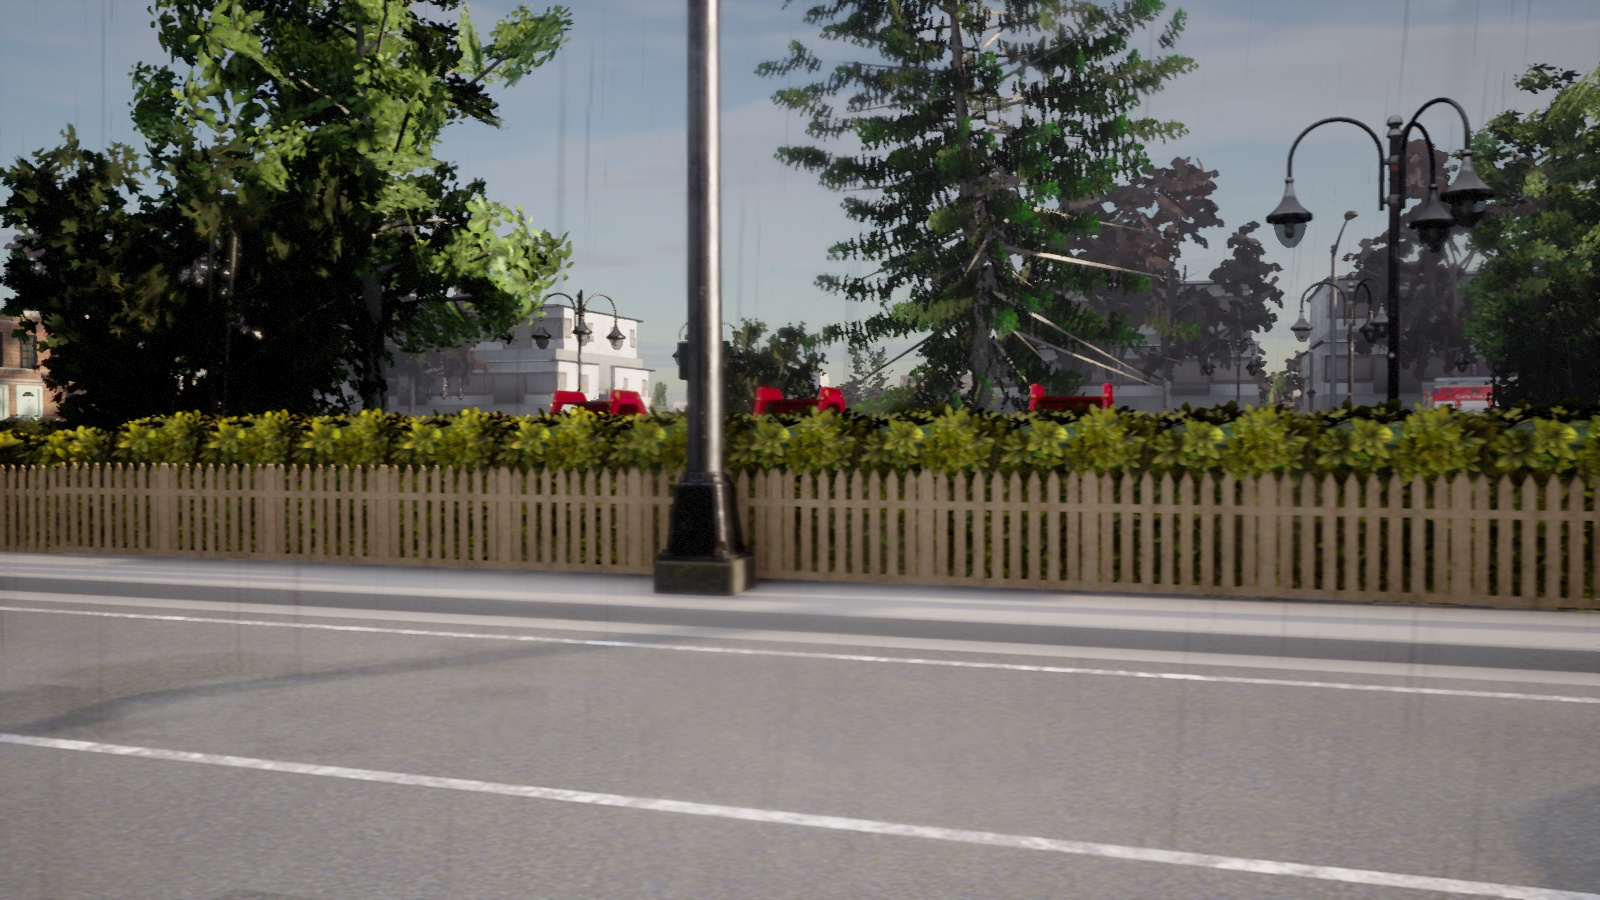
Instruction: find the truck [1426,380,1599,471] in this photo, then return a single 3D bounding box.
[{"bbox_3d":[32.339,-1.077,54.950,8.468,3.827,2.891,1,1,19],"label":"truck"}]
